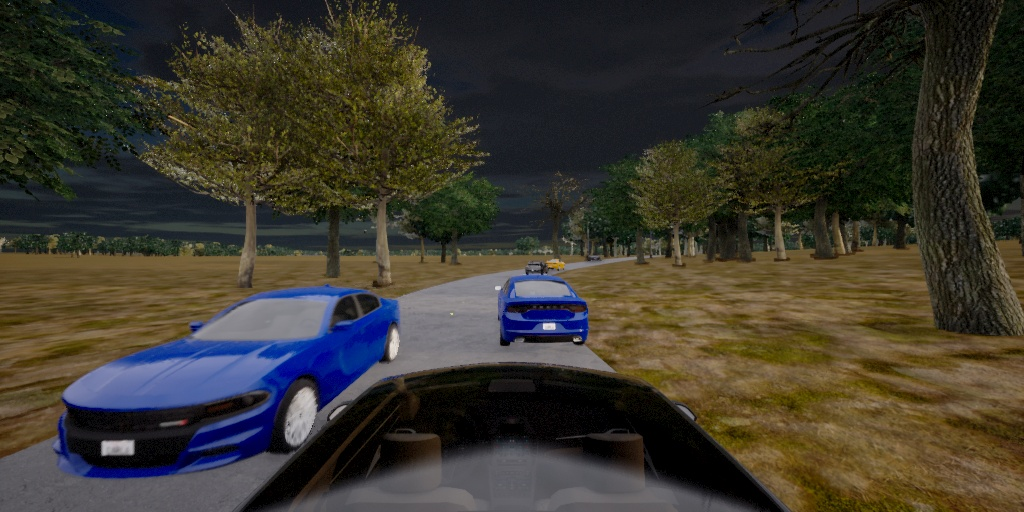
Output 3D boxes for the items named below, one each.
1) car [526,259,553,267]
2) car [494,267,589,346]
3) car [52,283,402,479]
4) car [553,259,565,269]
[{"bbox_3d":[2.714,1.233,38.458,2.128,1.511,4.902,0,0,15],"label":"car"},{"bbox_3d":[0.585,1.228,9.491,1.882,1.535,5.008,0,0,-3],"label":"car"},{"bbox_3d":[-3.124,1.227,5.291,1.882,1.535,5.008,0,0,-1],"label":"car"},{"bbox_3d":[5.817,1.148,48.347,1.882,1.535,5.008,0,1,21],"label":"car"}]
